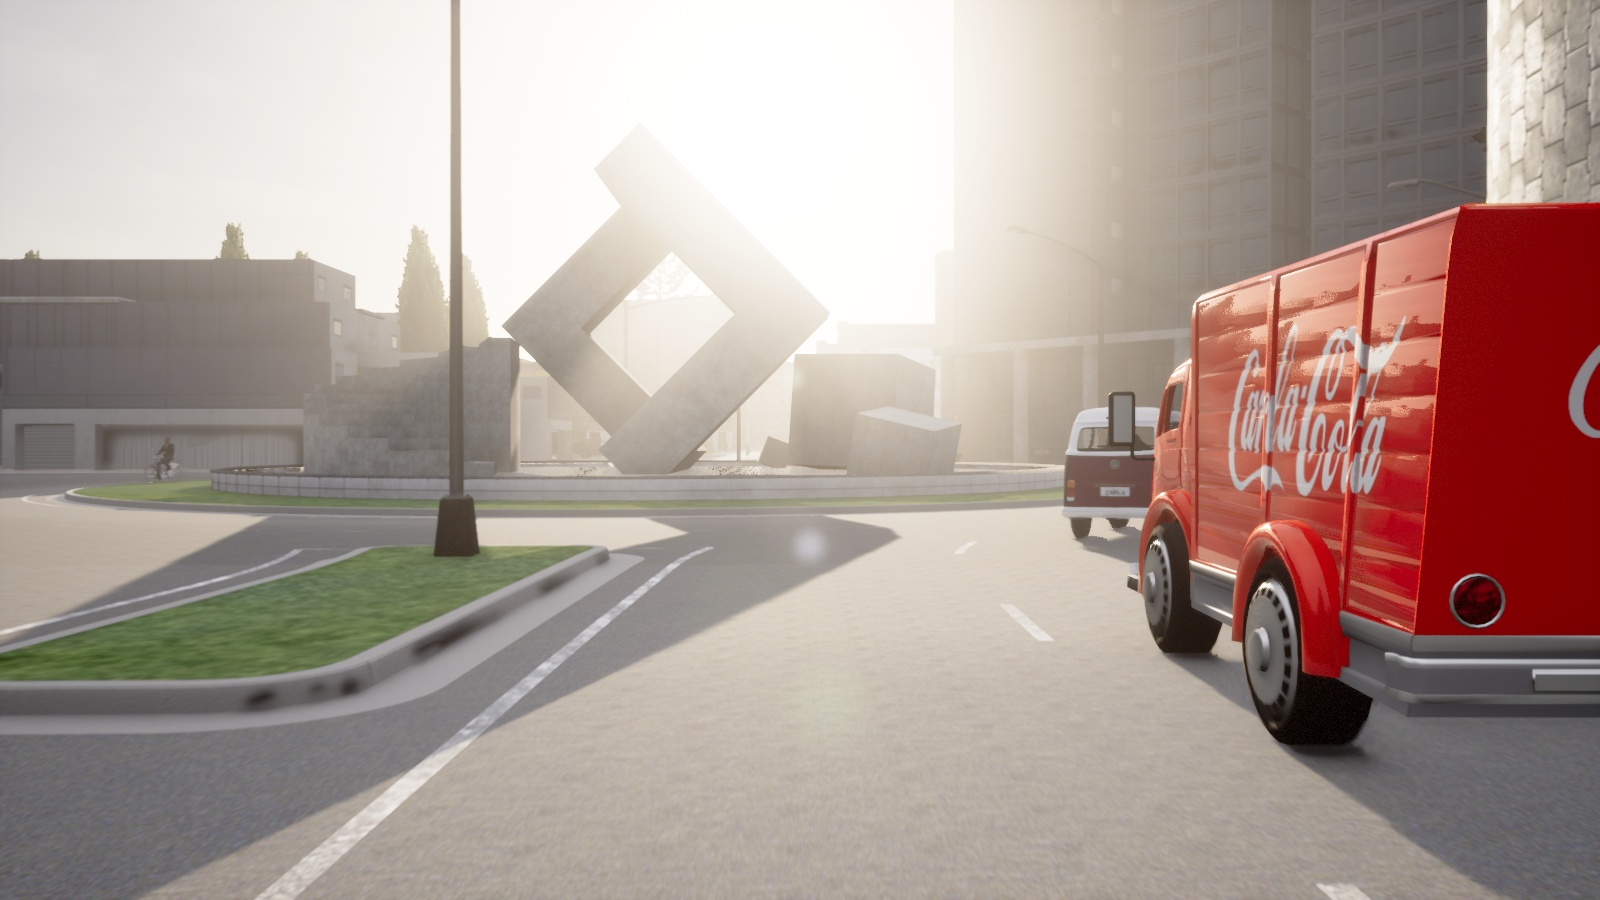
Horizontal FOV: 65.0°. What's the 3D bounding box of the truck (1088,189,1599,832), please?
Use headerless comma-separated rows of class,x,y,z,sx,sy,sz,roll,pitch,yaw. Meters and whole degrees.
truck,3.581,0.221,7.413,2.627,2.467,5.204,0,0,1

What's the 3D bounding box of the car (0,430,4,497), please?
car,-22.449,0.326,32.175,5.027,1.651,2.152,0,0,42

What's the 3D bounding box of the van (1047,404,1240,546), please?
van,5.736,0.359,20.535,2.069,2.038,4.480,-1,0,28

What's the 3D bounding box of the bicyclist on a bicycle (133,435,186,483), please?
bicyclist on a bicycle,-24.207,0.330,47.485,0.659,1.776,1.843,1,0,16
